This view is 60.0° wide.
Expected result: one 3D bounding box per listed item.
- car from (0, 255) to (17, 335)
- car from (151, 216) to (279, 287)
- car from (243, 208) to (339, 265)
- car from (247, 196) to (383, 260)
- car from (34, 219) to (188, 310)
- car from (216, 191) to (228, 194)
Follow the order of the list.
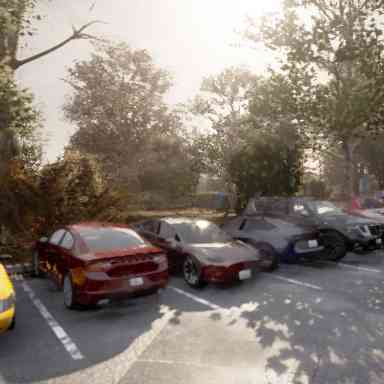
[{"bbox_3d":[-4.604,1.478,6.296,1.946,1.575,5.366,0,0,-36],"label":"car"},{"bbox_3d":[-0.161,1.507,9.661,2.163,1.488,4.792,0,0,-36],"label":"car"},{"bbox_3d":[2.072,1.505,11.327,2.163,1.488,4.792,0,0,-36],"label":"car"},{"bbox_3d":[4.370,1.224,12.898,2.435,2.045,5.566,0,0,-36],"label":"car"},{"bbox_3d":[-2.441,1.479,8.062,2.097,1.535,5.008,0,0,-36],"label":"car"},{"bbox_3d":[5.861,0.523,68.949,4.553,1.767,2.097,0,0,-45],"label":"car"}]
